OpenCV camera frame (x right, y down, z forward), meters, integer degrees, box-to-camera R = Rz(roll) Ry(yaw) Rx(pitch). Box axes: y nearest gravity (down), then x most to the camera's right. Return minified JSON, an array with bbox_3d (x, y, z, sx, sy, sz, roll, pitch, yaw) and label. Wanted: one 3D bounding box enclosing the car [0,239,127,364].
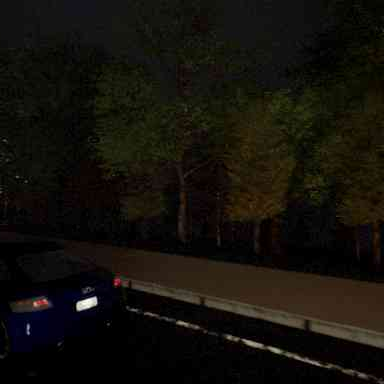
[{"bbox_3d":[-3.133,1.564,5.913,4.181,1.385,1.994,0,0,35],"label":"car"}]
